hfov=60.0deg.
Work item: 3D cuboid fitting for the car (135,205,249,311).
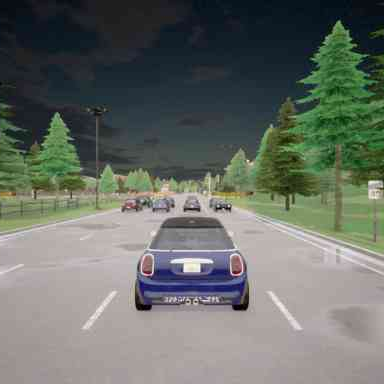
[{"bbox_3d":[0.000,1.352,7.942,2.097,1.767,4.553,0,0,0],"label":"car"}]

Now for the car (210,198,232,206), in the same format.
[{"bbox_3d":[3.500,1.601,39.032,1.895,1.301,4.718,0,0,0],"label":"car"}]

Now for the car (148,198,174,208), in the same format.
[{"bbox_3d":[-3.500,1.547,38.586,2.033,1.411,5.357,0,0,0],"label":"car"}]

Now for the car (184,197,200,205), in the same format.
[{"bbox_3d":[0.000,1.564,38.969,1.994,1.385,4.181,0,0,0],"label":"car"}]

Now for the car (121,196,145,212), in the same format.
[{"bbox_3d":[-7.000,1.526,39.002,1.812,1.442,4.674,0,0,0],"label":"car"}]

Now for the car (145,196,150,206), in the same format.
[{"bbox_3d":[-7.000,1.352,48.976,2.097,1.767,4.553,0,0,0],"label":"car"}]
